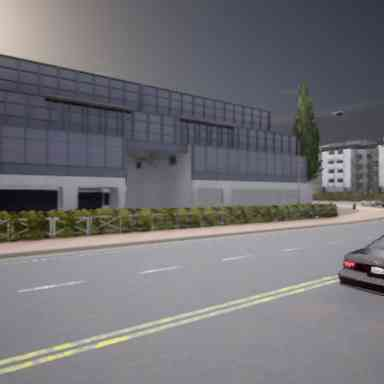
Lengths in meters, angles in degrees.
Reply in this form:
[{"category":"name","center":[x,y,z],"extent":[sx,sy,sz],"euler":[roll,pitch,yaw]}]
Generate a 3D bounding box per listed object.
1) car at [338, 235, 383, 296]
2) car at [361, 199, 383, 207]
[{"category":"car","center":[5.645,1.565,7.839],"extent":[5.357,1.411,2.033],"euler":[0,0,-35]},{"category":"car","center":[28.799,1.707,52.781],"extent":[1.895,1.301,4.718],"euler":[0,0,3]}]
